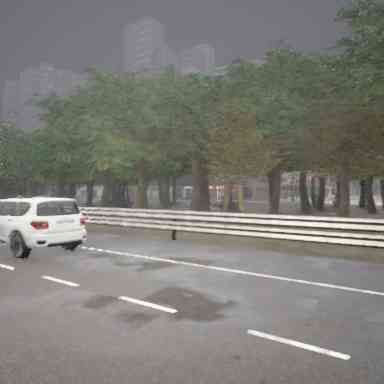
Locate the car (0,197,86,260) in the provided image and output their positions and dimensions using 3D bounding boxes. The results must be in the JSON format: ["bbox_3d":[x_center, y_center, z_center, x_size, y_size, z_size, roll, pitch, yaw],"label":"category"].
[{"bbox_3d":[-6.431,1.224,12.767,5.566,2.045,2.150,0,0,36],"label":"car"}]
